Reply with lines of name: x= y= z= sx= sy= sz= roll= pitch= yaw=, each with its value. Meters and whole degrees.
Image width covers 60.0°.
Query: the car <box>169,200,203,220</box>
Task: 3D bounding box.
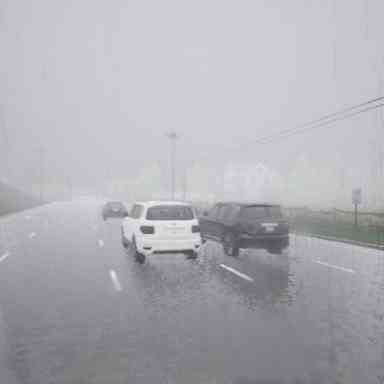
car: x=-0.698 y=1.756 z=33.297 sx=2.097 sy=1.767 sz=4.553 roll=1 pitch=-1 yaw=-18

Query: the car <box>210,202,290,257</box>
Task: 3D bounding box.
car: x=1.878 y=1.419 z=14.146 sx=2.150 sy=2.045 sz=5.566 roll=1 pitch=-1 yaw=-18

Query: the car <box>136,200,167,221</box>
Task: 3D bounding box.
car: x=-4.003 y=1.702 z=32.142 sx=2.097 sy=1.767 sz=4.553 roll=1 pitch=-1 yaw=-18

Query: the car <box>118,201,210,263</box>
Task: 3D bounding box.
car: x=-1.394 y=1.365 z=12.895 sx=2.150 sy=2.045 sz=5.566 roll=1 pitch=-1 yaw=-18

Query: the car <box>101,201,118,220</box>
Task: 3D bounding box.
car: x=-7.357 y=1.651 z=31.141 sx=2.097 sy=1.767 sz=4.553 roll=1 pitch=-1 yaw=-18
